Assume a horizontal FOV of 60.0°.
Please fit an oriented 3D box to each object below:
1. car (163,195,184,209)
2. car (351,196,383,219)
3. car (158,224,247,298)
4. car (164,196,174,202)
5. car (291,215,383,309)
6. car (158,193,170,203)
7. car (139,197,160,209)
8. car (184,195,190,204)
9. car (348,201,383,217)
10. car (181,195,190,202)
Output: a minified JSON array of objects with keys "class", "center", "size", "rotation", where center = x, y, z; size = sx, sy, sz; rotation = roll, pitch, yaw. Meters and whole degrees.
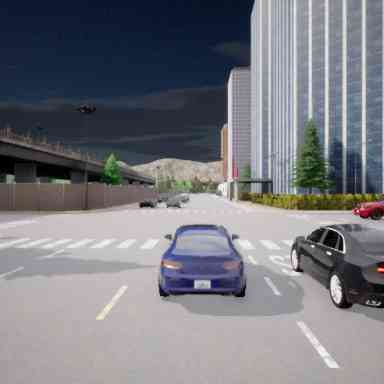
[{"class":"car","center":[-2.487,1.500,45.555],"size":[1.837,1.490,4.892],"rotation":[0,0,2]},{"class":"car","center":[16.564,1.274,27.607],"size":[5.566,2.045,2.150],"rotation":[0,0,2]},{"class":"car","center":[0.249,1.524,8.394],"size":[1.812,1.442,4.674],"rotation":[0,0,1]},{"class":"car","center":[-5.146,1.542,75.667],"size":[1.994,1.385,4.181],"rotation":[0,0,1]},{"class":"car","center":[3.744,1.504,7.838],"size":[1.837,1.490,4.892],"rotation":[0,0,2]},{"class":"car","center":[-5.433,1.215,65.237],"size":[2.150,2.045,5.566],"rotation":[0,0,2]},{"class":"car","center":[-6.006,1.594,45.508],"size":[1.895,1.301,4.718],"rotation":[0,0,2]},{"class":"car","center":[-1.982,1.497,64.062],"size":[1.837,1.490,4.892],"rotation":[0,0,2]},{"class":"car","center":[17.371,1.577,31.078],"size":[4.674,1.442,1.812],"rotation":[0,0,2]},{"class":"car","center":[-1.552,1.461,79.395],"size":[1.882,1.535,5.008],"rotation":[0,0,1]}]
